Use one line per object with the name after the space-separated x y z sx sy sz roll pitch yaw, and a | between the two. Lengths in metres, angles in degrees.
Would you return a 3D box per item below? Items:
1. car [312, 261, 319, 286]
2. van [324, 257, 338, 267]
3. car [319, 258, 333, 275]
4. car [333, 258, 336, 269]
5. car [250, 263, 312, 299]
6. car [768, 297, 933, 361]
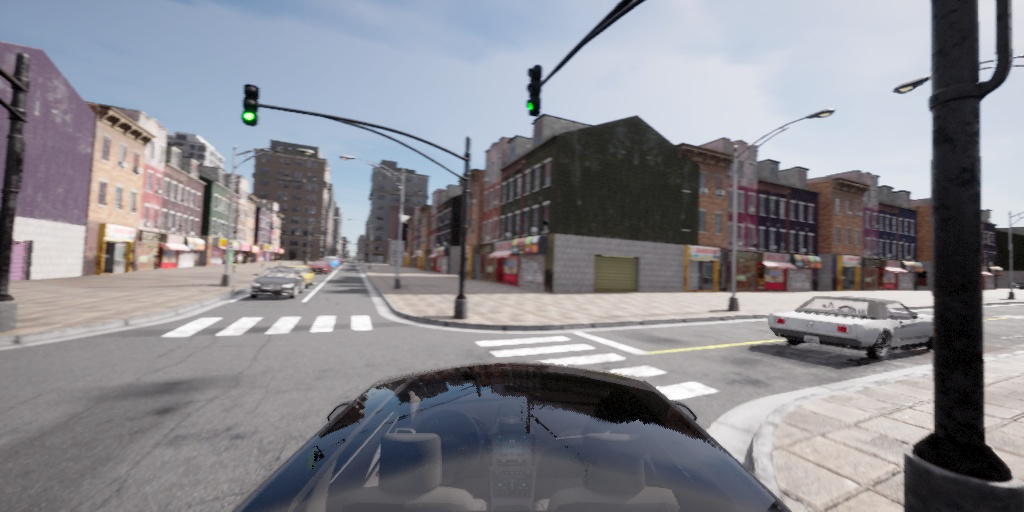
-13.164 1.150 21.874 1.751 1.417 4.829 0 0 -24 | car
-27.045 0.990 52.979 1.690 1.789 3.998 0 0 -24 | van
-20.139 1.178 37.505 1.888 1.381 4.507 0 0 -24 | car
-22.441 1.202 42.663 1.948 1.339 4.313 0 0 -24 | car
-10.931 1.170 16.870 2.007 1.370 4.403 0 0 -24 | car
8.941 1.705 9.166 4.718 1.301 1.895 2 -2 -24 | car
